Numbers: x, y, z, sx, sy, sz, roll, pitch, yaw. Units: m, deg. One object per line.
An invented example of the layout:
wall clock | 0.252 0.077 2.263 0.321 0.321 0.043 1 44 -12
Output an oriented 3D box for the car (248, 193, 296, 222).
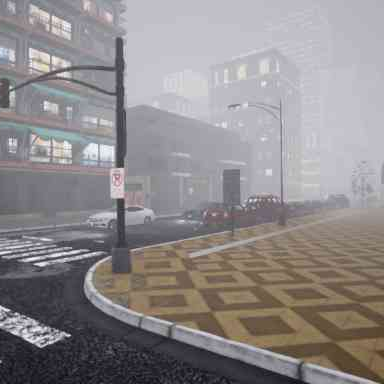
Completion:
car | 5.758 1.215 25.266 2.192 1.841 5.009 -1 0 36

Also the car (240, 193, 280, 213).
car | 7.649 1.167 36.976 2.150 2.045 5.566 -1 0 36

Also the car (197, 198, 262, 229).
car | 2.448 1.352 20.758 1.967 1.590 4.097 -1 0 36

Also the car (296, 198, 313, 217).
car | 9.072 1.470 29.772 1.802 1.307 4.206 -1 0 36

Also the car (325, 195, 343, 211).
car | 15.694 1.415 38.788 2.008 1.369 4.403 -1 0 36

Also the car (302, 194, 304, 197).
car | 22.488 1.439 61.346 1.752 1.417 4.829 -1 0 36

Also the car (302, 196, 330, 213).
car | 12.383 1.421 34.280 1.887 1.381 4.507 -1 0 36

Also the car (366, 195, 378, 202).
car | 35.561 1.333 65.833 1.887 1.381 4.507 -1 0 36

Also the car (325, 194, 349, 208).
car | 19.003 1.167 43.296 2.192 1.841 5.009 -1 0 36

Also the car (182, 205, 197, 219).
car | 1.405 1.516 28.480 2.033 1.411 5.357 -1 0 36

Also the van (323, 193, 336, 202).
van | 29.209 1.229 70.499 1.690 1.788 3.998 -1 0 36

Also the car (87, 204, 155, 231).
car | -4.294 1.515 20.727 1.812 1.442 4.674 -1 0 36
